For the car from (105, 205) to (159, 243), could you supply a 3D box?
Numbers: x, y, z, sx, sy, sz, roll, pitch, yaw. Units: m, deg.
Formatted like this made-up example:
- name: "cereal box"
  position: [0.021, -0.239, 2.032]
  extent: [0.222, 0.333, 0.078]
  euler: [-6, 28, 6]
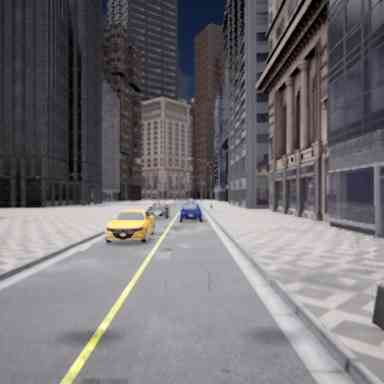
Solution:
- name: "car"
  position: [-3.053, 1.637, 17.180]
  extent: [1.882, 1.535, 5.008]
  euler: [0, -1, 0]

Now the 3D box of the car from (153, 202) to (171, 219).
- name: "car"
  position: [-3.107, 1.761, 32.394]
  extent: [2.128, 1.511, 4.902]
  euler: [0, 0, 0]

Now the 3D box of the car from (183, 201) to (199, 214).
- name: "car"
  position: [-0.103, 1.910, 42.144]
  extent: [1.994, 1.385, 4.181]
  euler: [0, 0, 1]

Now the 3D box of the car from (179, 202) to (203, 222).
- name: "car"
  position: [-0.071, 1.712, 28.971]
  extent: [1.882, 1.535, 5.008]
  euler: [0, 0, 0]
